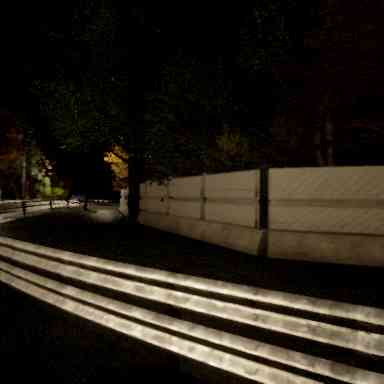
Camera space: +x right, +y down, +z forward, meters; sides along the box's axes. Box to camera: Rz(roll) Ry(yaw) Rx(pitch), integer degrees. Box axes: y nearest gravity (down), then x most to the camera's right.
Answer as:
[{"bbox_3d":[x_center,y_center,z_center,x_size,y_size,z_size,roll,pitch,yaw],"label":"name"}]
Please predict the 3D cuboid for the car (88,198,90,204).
[{"bbox_3d":[-26.173,2.206,81.895,2.033,1.411,5.357,1,-1,-9],"label":"car"}]

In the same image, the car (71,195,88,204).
[{"bbox_3d":[-24.514,1.623,71.333,2.150,2.045,5.566,1,-1,-9],"label":"car"}]
